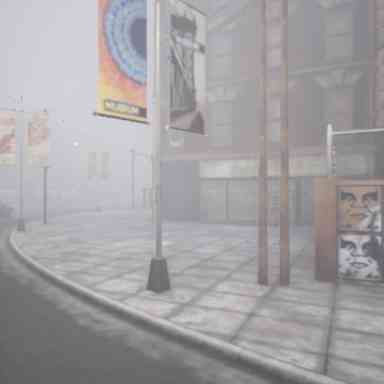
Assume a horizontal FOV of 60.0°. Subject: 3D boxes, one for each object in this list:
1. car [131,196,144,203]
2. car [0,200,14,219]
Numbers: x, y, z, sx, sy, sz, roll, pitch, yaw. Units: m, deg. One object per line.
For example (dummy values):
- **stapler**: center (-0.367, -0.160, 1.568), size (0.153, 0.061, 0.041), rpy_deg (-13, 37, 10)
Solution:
- **car**: center (-11.202, 1.634, 71.199), size (1.994, 1.385, 4.181), rpy_deg (0, 0, 26)
- **car**: center (-15.900, 1.389, 26.335), size (2.097, 1.767, 4.553), rpy_deg (0, 0, -7)
